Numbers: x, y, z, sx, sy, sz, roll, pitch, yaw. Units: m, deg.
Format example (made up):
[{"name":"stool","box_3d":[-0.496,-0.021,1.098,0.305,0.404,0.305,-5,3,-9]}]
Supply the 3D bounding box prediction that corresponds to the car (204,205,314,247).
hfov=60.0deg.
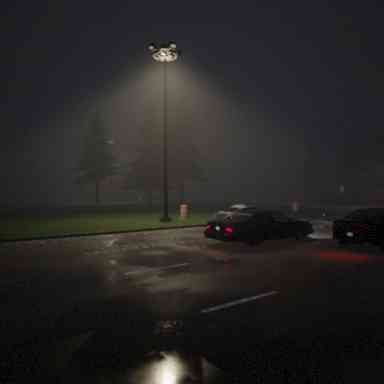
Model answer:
[{"name":"car","box_3d":[3.078,1.481,14.673,5.357,1.411,2.033,0,0,-35]}]

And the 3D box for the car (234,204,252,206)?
[{"name":"car","box_3d":[3.298,1.441,19.202,4.674,1.442,1.812,-1,0,-35]}]

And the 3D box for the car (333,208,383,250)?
[{"name":"car","box_3d":[7.881,1.391,13.779,5.008,1.535,1.882,-1,1,-35]}]
